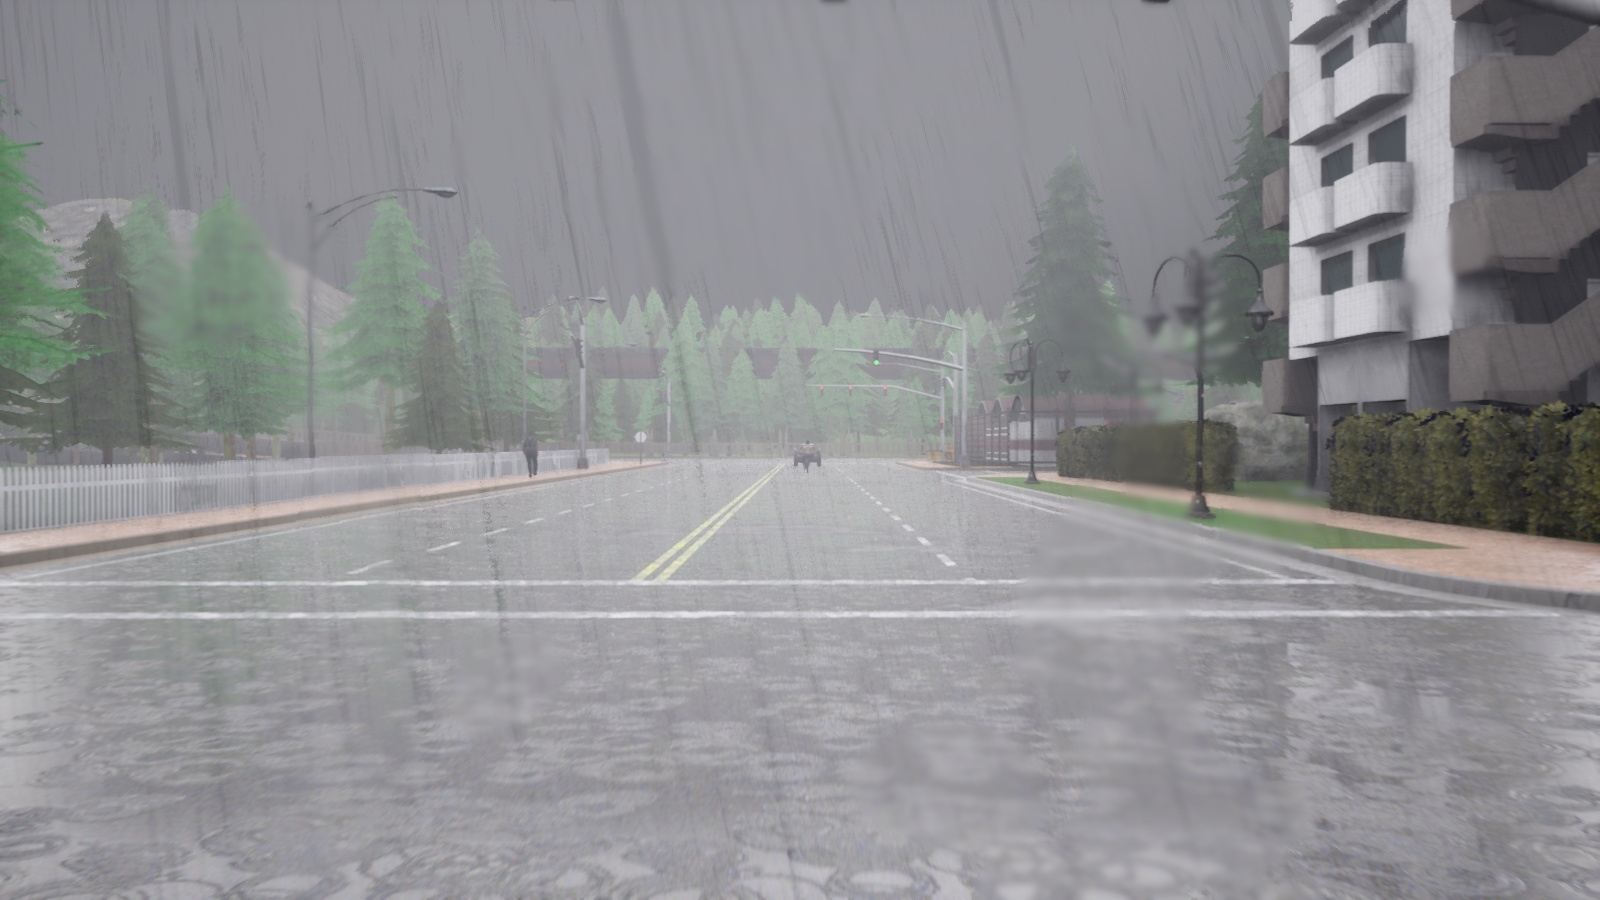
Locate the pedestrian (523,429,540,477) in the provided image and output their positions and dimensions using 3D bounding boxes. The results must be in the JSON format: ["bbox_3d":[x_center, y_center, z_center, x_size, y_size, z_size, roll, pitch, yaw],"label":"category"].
[{"bbox_3d":[-10.471,0.120,49.021,0.540,1.848,0.694,0,0,-1],"label":"pedestrian"}]

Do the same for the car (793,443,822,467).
[{"bbox_3d":[0.480,0.306,80.677,1.816,1.474,4.193,0,0,0],"label":"car"}]
